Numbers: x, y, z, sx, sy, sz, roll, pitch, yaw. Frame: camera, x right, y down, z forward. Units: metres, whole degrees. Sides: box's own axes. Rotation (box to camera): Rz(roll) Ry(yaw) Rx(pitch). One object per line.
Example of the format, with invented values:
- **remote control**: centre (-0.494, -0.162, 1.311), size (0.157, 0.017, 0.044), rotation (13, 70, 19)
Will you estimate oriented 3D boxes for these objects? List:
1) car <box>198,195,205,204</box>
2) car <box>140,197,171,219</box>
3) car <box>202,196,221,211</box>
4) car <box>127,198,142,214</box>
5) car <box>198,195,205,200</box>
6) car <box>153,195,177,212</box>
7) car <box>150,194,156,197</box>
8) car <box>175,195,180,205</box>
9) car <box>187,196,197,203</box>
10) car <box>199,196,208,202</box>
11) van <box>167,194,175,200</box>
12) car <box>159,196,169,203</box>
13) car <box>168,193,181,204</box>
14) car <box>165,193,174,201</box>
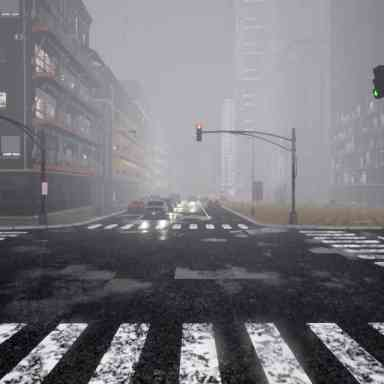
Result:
- **car**: centre (2.593, 1.551, 63.672), size (2.008, 1.369, 4.403), rotation (-1, 0, 0)
- **car**: centre (-3.123, 1.501, 29.334), size (1.837, 1.490, 4.892), rotation (0, 0, 0)
- **car**: centre (2.612, 1.540, 41.076), size (1.887, 1.381, 4.507), rotation (-1, 0, 0)
- **car**: centre (-5.730, 1.540, 35.363), size (1.887, 1.381, 4.507), rotation (-1, 0, 0)
- **car**: centre (2.569, 1.535, 92.087), size (1.752, 1.417, 4.829), rotation (-1, 0, 0)
- **car**: centre (-3.128, 1.473, 38.881), size (1.882, 1.535, 5.008), rotation (0, 0, 0)
- **car**: centre (-5.736, 1.436, 41.012), size (1.967, 1.590, 4.097), rotation (-1, 0, 0)
- **car**: centre (-3.130, 1.522, 48.764), size (1.812, 1.442, 4.674), rotation (0, 0, 0)
- **car**: centre (0.043, 1.479, 69.792), size (1.882, 1.535, 5.008), rotation (0, 0, 0)
- **car**: centre (2.584, 1.548, 74.970), size (1.887, 1.381, 4.507), rotation (-1, 0, 0)
- **van**: centre (-5.781, 1.350, 91.851), size (1.690, 1.788, 3.998), rotation (-1, 0, 0)
- **car**: centre (-5.758, 1.583, 69.257), size (1.802, 1.307, 4.206), rotation (-1, 0, 0)
- **car**: centre (-3.089, 1.220, 59.321), size (2.150, 2.045, 5.566), rotation (0, 0, 1)
- **car**: centre (-5.777, 1.322, 86.203), size (2.192, 1.841, 5.009), rotation (-1, 0, 0)
